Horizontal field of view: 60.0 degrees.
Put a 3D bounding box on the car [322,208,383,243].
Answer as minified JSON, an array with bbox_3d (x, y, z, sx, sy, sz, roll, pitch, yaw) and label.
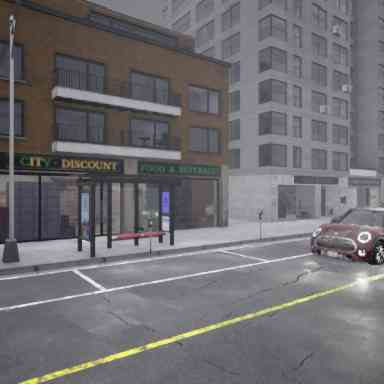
[{"bbox_3d":[8.602,1.566,16.530,4.313,1.339,1.947,0,0,-36],"label":"car"}]

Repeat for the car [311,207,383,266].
[{"bbox_3d":[6.220,1.352,11.679,4.553,1.767,2.097,0,0,-35],"label":"car"}]
